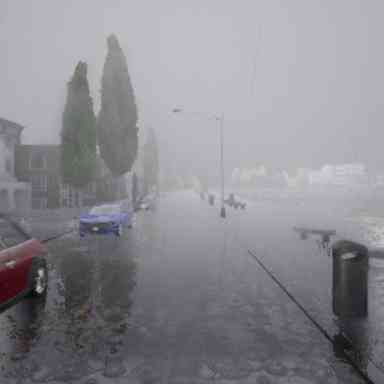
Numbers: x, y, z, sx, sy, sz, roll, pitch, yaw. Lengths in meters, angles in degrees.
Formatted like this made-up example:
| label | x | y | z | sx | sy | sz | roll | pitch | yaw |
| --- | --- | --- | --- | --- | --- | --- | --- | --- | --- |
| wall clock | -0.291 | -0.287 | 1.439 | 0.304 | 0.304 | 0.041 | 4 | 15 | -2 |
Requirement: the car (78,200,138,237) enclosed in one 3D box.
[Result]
| label | x | y | z | sx | sy | sz | roll | pitch | yaw |
| --- | --- | --- | --- | --- | --- | --- | --- | --- | --- |
| car | -4.222 | 1.280 | 16.955 | 1.882 | 1.535 | 5.008 | 0 | 1 | -1 |

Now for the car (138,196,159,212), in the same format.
| label | x | y | z | sx | sy | sz | roll | pitch | yaw |
| --- | --- | --- | --- | --- | --- | --- | --- | --- | --- |
| car | -4.277 | 1.100 | 31.778 | 2.128 | 1.511 | 4.902 | 0 | 1 | 0 |

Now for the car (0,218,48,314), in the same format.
| label | x | y | z | sx | sy | sz | roll | pitch | yaw |
| --- | --- | --- | --- | --- | --- | --- | --- | --- | --- |
| car | -4.130 | 1.309 | 5.225 | 2.097 | 1.767 | 4.553 | 0 | 1 | 0 |
